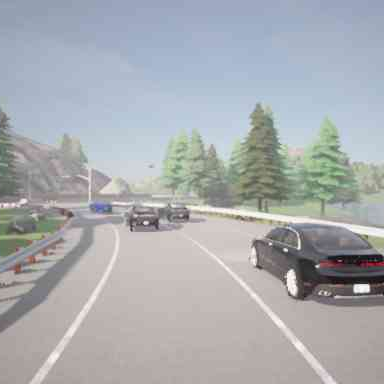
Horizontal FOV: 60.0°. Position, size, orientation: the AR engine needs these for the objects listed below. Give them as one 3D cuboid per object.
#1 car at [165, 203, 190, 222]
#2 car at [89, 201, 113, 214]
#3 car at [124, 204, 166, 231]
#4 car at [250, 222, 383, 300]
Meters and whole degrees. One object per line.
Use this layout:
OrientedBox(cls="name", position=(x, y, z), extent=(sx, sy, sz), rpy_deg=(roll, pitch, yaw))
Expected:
OrientedBox(cls="car", position=(-1.672, 1.650, 27.938), extent=(2.128, 1.511, 4.902), rpy_deg=(0, 0, -20))
OrientedBox(cls="car", position=(-10.978, 1.753, 39.752), extent=(1.882, 1.535, 5.008), rpy_deg=(0, 0, -30))
OrientedBox(cls="car", position=(-3.398, 1.629, 22.018), extent=(2.128, 1.511, 4.902), rpy_deg=(0, 0, -16))
OrientedBox(cls="car", position=(2.873, 1.534, 8.504), extent=(1.837, 1.490, 4.892), rpy_deg=(0, 0, -6))
